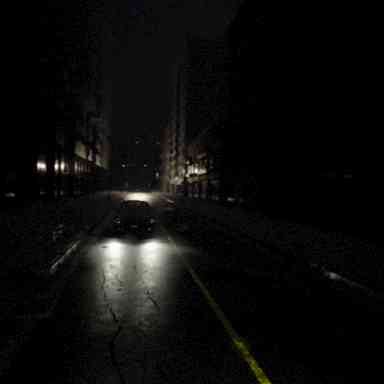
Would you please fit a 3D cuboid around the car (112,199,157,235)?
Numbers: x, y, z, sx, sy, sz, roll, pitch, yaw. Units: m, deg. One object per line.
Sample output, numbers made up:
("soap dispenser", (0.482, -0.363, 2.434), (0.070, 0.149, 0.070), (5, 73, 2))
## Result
("car", (-2.853, 1.131, 16.528), (1.882, 1.535, 5.008), (1, 1, -10))
